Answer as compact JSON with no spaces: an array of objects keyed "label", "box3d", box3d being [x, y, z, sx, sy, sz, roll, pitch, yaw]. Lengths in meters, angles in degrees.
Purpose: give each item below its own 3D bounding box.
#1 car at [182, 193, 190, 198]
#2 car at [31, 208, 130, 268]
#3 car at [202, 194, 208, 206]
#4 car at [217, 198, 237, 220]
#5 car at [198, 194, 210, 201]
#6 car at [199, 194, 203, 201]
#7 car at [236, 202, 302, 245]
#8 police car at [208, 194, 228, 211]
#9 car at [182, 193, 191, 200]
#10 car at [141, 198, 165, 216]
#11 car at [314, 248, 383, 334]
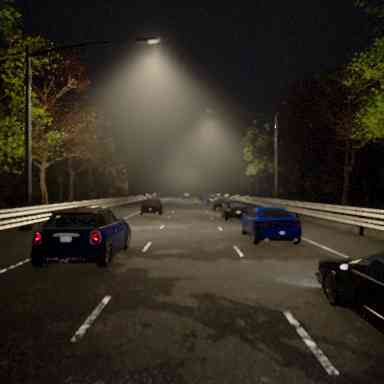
[{"label":"car","box3d":[-1.760,0.911,95.096,1.994,1.385,4.181,0,0,-2]},{"label":"car","box3d":[-3.435,1.297,11.161,2.097,1.767,4.553,0,0,0]},{"label":"car","box3d":[3.033,1.245,48.365,2.128,1.511,4.902,0,0,-1]},{"label":"car","box3d":[3.358,1.431,26.293,1.994,1.385,4.181,0,0,-1]},{"label":"car","box3d":[2.519,1.135,70.464,2.163,1.488,4.792,0,0,-2]},{"label":"car","box3d":[2.799,1.170,59.400,1.882,1.535,5.008,0,0,-1]},{"label":"car","box3d":[3.451,1.402,15.256,1.882,1.535,5.008,0,0,0]},{"label":"police car","box3d":[3.217,1.235,37.439,1.930,1.638,5.238,0,0,-1]},{"label":"car","box3d":[-1.230,1.040,79.226,2.128,1.511,4.902,0,0,-2]},{"label":"car","box3d":[-3.604,1.321,31.111,1.882,1.535,5.008,0,0,-1]},{"label":"car","box3d":[3.590,1.523,4.795,2.033,1.411,5.357,0,0,0]}]
